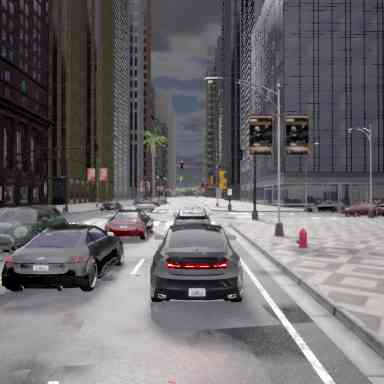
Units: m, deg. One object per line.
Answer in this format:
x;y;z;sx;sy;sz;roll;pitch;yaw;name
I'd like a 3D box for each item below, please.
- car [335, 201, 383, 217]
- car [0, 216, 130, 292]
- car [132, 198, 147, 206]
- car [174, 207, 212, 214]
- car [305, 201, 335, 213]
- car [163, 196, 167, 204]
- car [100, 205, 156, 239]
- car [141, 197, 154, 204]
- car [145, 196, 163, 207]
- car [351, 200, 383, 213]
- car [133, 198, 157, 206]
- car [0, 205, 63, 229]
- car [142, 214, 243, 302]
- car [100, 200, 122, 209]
15.275;1.577;29.294;4.206;1.307;1.802;0;0;-1;car
-3.168;1.576;9.026;1.994;1.385;4.181;0;0;1;car
-9.891;1.872;62.922;2.033;1.411;5.357;0;0;0;car
0.025;1.530;17.572;2.128;1.511;4.902;0;0;0;car
15.133;1.663;37.817;4.313;1.339;1.947;0;0;-1;car
-6.603;1.766;73.569;2.097;1.767;4.553;0;0;0;car
-3.173;1.602;17.425;1.994;1.385;4.181;0;0;0;car
-9.854;1.937;73.804;2.128;1.511;4.902;0;0;0;car
-6.664;1.769;58.486;1.882;1.535;5.008;0;0;0;car
20.772;1.644;37.913;4.313;1.339;1.947;0;0;-1;car
-5.835;1.773;40.990;1.895;1.301;4.718;0;0;-13;car
-6.618;1.374;13.176;2.097;1.767;4.553;0;0;0;car
0.090;1.515;8.251;1.837;1.490;4.892;0;0;0;car
-9.905;1.736;40.898;1.994;1.385;4.181;0;0;0;car
